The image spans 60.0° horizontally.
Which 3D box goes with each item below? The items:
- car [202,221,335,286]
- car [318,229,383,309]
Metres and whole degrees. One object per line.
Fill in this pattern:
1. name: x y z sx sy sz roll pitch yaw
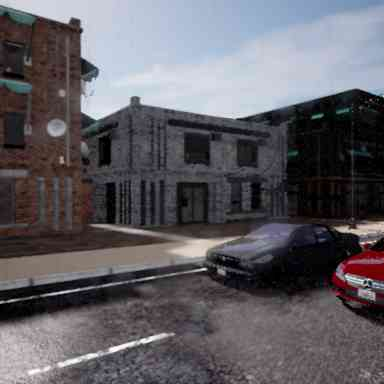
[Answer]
1. car: 2.896 1.591 9.741 5.357 1.411 2.033 0 0 -36
2. car: 4.995 1.571 7.247 4.674 1.442 1.812 0 0 -35
